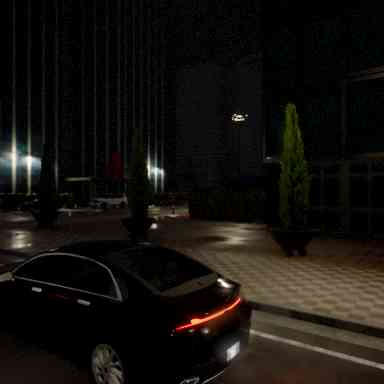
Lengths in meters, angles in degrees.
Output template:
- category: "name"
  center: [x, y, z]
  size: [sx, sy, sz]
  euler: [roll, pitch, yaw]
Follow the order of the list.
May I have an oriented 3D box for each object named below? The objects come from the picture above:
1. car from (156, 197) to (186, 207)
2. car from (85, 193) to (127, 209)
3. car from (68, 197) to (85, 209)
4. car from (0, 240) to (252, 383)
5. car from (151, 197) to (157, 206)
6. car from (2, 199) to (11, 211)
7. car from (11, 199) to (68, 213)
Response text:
- category: "car"
  center: [-2.865, 1.596, 51.271]
  size: [1.895, 1.301, 4.718]
  euler: [0, 0, 35]
- category: "car"
  center: [-11.355, 1.216, 45.619]
  size: [2.150, 2.045, 5.566]
  euler: [0, 0, 35]
- category: "car"
  center: [-15.373, 1.499, 45.990]
  size: [1.837, 1.490, 4.892]
  euler: [0, 0, 35]
- category: "car"
  center: [-1.513, 1.504, 5.085]
  size: [4.892, 1.490, 1.837]
  euler: [0, 0, 36]
- category: "car"
  center: [-5.549, 1.559, 53.853]
  size: [1.994, 1.385, 4.181]
  euler: [0, 0, 35]
- category: "car"
  center: [-21.024, 1.542, 37.948]
  size: [2.033, 1.411, 5.357]
  euler: [0, 0, 35]
- category: "car"
  center: [-17.077, 1.486, 37.484]
  size: [2.128, 1.511, 4.902]
  euler: [0, 0, 35]
